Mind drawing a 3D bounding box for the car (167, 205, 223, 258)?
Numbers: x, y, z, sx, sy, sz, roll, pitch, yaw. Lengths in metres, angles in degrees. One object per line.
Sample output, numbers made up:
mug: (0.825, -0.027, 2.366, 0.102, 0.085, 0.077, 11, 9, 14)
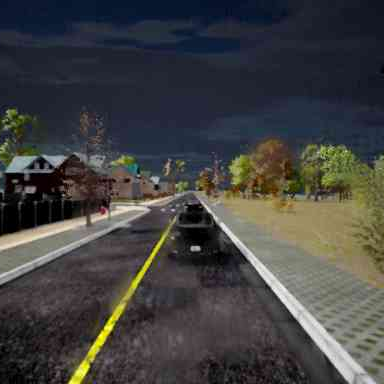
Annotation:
car: (0.107, 1.467, 12.561, 1.837, 1.490, 4.892, 0, 0, 0)

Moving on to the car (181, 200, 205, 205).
car: (0.114, 1.403, 29.055, 2.128, 1.511, 4.902, 0, 0, 0)
